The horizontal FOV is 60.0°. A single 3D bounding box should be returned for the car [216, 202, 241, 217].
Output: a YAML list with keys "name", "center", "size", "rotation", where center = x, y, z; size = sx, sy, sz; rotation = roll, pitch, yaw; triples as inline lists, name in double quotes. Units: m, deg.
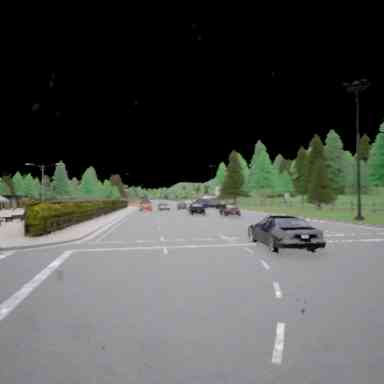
- name: "car"
  center: [4.605, 2.201, 40.774]
  size: [1.812, 1.442, 4.674]
  rotation: [-1, -1, -7]

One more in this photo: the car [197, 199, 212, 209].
- name: "car"
  center: [1.759, 2.360, 63.978]
  size: [2.150, 2.045, 5.566]
  rotation: [-1, -1, -6]

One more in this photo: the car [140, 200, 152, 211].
- name: "car"
  center: [-8.285, 2.571, 60.089]
  size: [2.097, 1.767, 4.553]
  rotation: [-1, -1, -7]

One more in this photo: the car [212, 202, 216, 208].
- name: "car"
  center: [5.578, 2.507, 61.229]
  size: [1.882, 1.535, 5.008]
  rotation: [-1, -1, -7]

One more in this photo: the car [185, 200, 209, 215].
- name: "car"
  center: [0.581, 2.289, 44.944]
  size: [1.882, 1.535, 5.008]
  rotation: [-1, -1, -7]

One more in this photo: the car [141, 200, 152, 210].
- name: "car"
  center: [-9.524, 2.634, 69.569]
  size: [2.150, 2.045, 5.566]
  rotation: [-1, -1, -7]

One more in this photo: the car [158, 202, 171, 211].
- name: "car"
  center: [-4.972, 2.787, 61.071]
  size: [1.895, 1.301, 4.718]
  rotation: [-1, -1, -7]

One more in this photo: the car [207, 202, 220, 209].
- name: "car"
  center: [4.510, 2.802, 70.145]
  size: [1.895, 1.301, 4.718]
  rotation: [-1, -1, -7]

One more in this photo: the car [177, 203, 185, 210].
- name: "car"
  center: [-1.891, 2.761, 65.166]
  size: [2.033, 1.411, 5.357]
  rotation: [-1, -1, -6]

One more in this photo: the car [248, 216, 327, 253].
- name: "car"
  center: [3.995, 1.764, 14.885]
  size: [2.033, 1.411, 5.357]
  rotation: [-1, -1, -5]
